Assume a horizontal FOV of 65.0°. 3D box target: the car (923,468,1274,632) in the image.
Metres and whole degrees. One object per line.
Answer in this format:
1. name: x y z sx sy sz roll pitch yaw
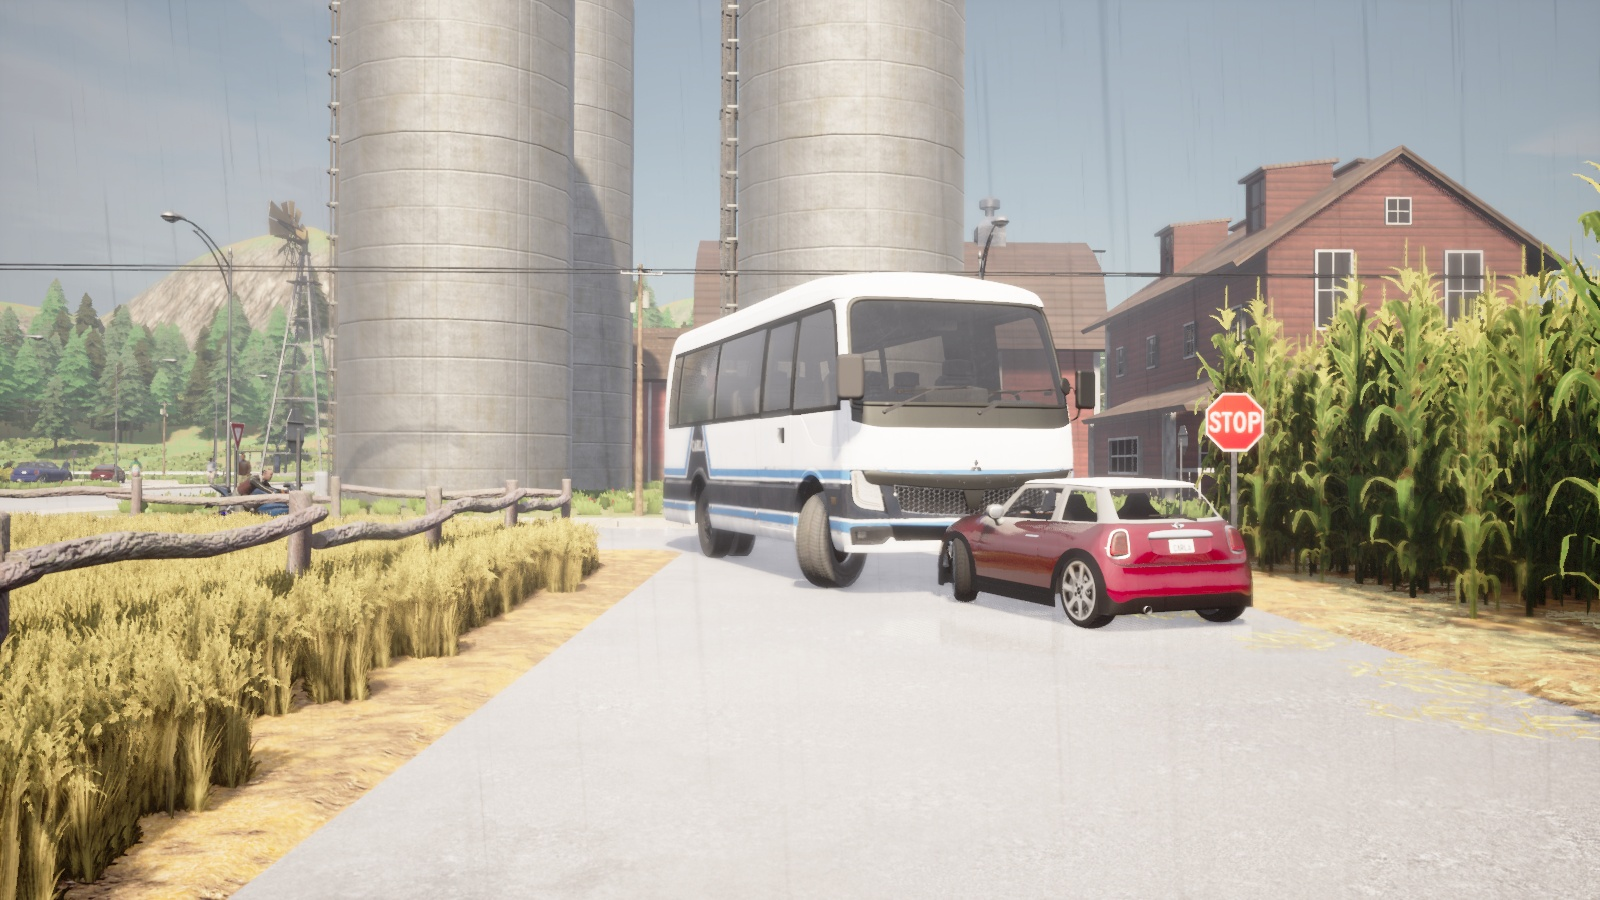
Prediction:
1. car: 3.098 0.969 13.895 1.970 1.475 3.806 -1 0 -21

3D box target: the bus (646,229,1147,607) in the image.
1. bus: 0.666 -0.299 19.633 3.944 4.253 10.273 0 -1 -20

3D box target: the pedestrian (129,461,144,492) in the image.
1. pedestrian: -41.637 1.658 78.796 0.659 1.952 0.873 0 -1 -18

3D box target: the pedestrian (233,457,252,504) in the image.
1. pedestrian: -22.303 1.216 50.254 0.431 1.840 0.703 0 -1 3

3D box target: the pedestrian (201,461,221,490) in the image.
1. pedestrian: -38.486 1.682 82.036 0.874 1.855 0.900 0 -1 -1

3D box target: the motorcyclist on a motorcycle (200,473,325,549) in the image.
1. motorcyclist on a motorcycle: -11.014 1.241 25.760 2.191 1.530 0.866 0 -1 0

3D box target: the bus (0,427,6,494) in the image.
1. bus: -52.440 0.611 74.502 3.944 4.253 10.273 0 -1 2
